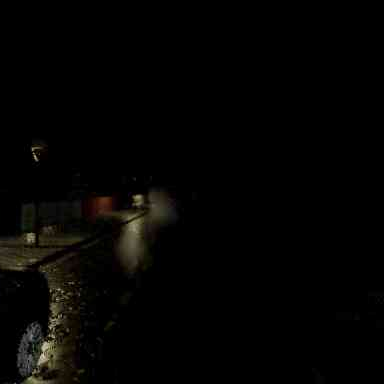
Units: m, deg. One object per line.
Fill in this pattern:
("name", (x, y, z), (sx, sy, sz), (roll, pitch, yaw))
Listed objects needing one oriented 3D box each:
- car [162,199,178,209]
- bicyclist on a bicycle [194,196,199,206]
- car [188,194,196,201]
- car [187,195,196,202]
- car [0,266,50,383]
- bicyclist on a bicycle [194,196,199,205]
("car", (-2.848, 1.578, 43.810), (1.895, 1.301, 4.718), (0, 0, 0))
("bicyclist on a bicycle", (0.751, 1.431, 47.981), (0.582, 1.620, 1.656), (0, 0, 0))
("car", (-0.011, 1.406, 86.217), (2.128, 1.511, 4.902), (0, 0, 0))
("car", (-0.009, 1.521, 73.980), (1.812, 1.442, 4.674), (0, 0, 0))
("car", (-2.851, 1.488, 2.628), (2.128, 1.511, 4.902), (0, 0, 0))
("bicyclist on a bicycle", (0.755, 1.420, 57.945), (0.866, 1.612, 1.509), (0, 0, 0))
